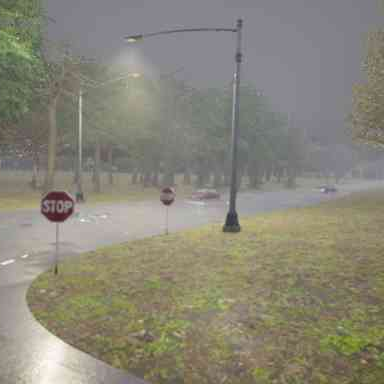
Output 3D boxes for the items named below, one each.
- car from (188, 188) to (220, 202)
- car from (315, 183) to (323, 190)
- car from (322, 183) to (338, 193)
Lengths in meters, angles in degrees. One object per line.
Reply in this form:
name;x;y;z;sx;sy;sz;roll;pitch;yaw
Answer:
car;1.483;0.295;38.145;1.812;1.442;4.674;4;5;35
car;30.933;-1.349;79.629;1.882;1.535;5.008;4;4;35
car;27.428;-0.737;65.349;2.097;1.767;4.553;4;4;28
